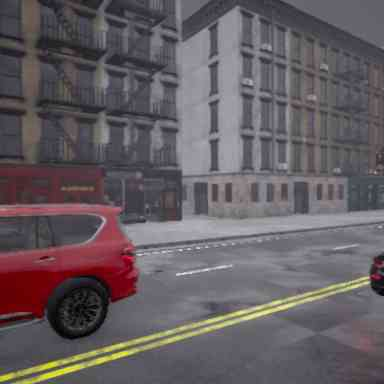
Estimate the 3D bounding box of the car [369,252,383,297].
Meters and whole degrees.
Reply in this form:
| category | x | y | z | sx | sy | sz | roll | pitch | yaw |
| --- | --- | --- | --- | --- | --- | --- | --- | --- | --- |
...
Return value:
| category | x | y | z | sx | sy | sz | roll | pitch | yaw |
| --- | --- | --- | --- | --- | --- | --- | --- | --- | --- |
| car | 5.696 | 1.533 | 7.243 | 4.674 | 1.442 | 1.812 | 0 | 0 | -34 |

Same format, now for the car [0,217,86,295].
| category | x | y | z | sx | sy | sz | roll | pitch | yaw |
| --- | --- | --- | --- | --- | --- | --- | --- | --- | --- |
| car | -5.292 | 1.507 | 7.843 | 4.902 | 1.511 | 2.128 | 0 | 0 | -34 |

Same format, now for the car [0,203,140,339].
| category | x | y | z | sx | sy | sz | roll | pitch | yaw |
| --- | --- | --- | --- | --- | --- | --- | --- | --- | --- |
| car | -3.553 | 1.232 | 5.097 | 5.566 | 2.045 | 2.150 | 0 | 0 | -34 |
